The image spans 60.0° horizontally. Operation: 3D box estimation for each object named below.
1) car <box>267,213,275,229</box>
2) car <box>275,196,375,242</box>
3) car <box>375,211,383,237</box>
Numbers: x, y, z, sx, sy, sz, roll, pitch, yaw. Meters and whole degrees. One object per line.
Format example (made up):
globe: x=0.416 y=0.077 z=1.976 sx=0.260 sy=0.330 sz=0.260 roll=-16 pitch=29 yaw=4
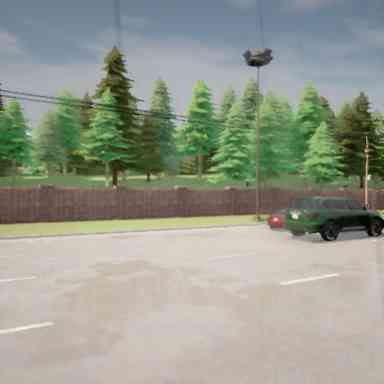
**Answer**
car: x=6.653 y=1.582 z=20.408 sx=4.181 sy=1.385 sz=1.994 roll=0 pitch=0 yaw=-28
car: x=7.142 y=1.241 z=16.690 sx=5.566 sy=2.045 sz=2.150 roll=0 pitch=0 yaw=-28
car: x=10.361 y=1.555 z=14.469 sx=4.674 sy=1.442 sz=1.812 roll=0 pitch=0 yaw=-29
